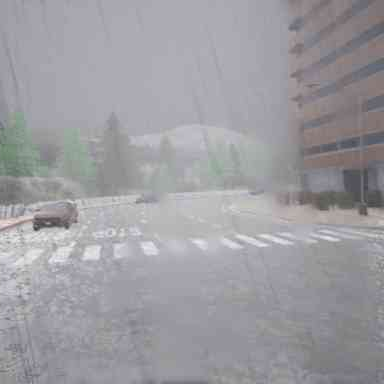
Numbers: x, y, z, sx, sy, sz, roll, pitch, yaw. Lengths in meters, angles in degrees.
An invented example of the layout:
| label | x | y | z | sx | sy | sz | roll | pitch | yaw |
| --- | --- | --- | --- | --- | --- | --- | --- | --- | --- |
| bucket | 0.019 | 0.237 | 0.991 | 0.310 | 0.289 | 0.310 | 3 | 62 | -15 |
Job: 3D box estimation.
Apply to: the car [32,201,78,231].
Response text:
| label | x | y | z | sx | sy | sz | roll | pitch | yaw |
| --- | --- | --- | --- | --- | --- | --- | --- | --- | --- |
| car | -8.092 | 1.339 | 19.974 | 1.882 | 1.535 | 5.008 | -2 | 1 | -12 |

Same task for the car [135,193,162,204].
| label | x | y | z | sx | sy | sz | roll | pitch | yaw |
| --- | --- | --- | --- | --- | --- | --- | --- | --- | --- |
| car | -5.844 | 0.868 | 44.832 | 1.837 | 1.490 | 4.892 | -4 | 1 | 26 |
